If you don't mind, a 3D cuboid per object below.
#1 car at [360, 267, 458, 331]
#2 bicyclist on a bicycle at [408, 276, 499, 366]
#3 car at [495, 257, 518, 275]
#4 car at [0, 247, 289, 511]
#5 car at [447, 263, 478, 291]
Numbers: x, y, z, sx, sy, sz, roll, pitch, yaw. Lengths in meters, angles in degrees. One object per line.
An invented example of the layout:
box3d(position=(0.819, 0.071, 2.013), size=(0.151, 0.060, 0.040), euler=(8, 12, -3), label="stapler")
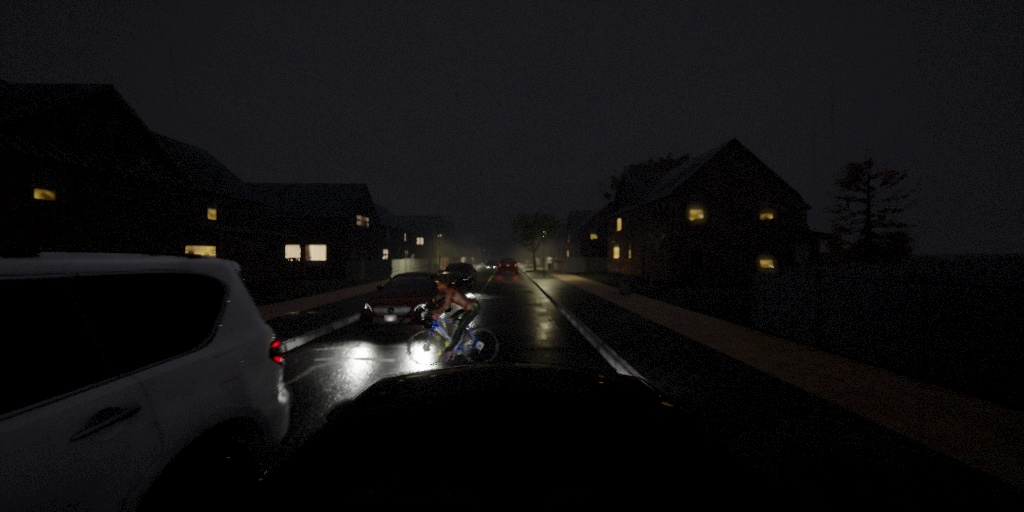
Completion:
box3d(position=(-2.969, 1.230, 10.999), size=(1.812, 1.442, 4.674), euler=(0, 0, -1), label="car")
box3d(position=(-1.068, 1.174, 6.447), size=(1.656, 1.620, 0.582), euler=(-2, 0, -1), label="bicyclist on a bicycle")
box3d(position=(-0.425, 0.973, 37.405), size=(2.097, 1.767, 4.553), euler=(0, 0, -1), label="car")
box3d(position=(-2.814, 0.981, 0.560), size=(2.150, 2.045, 5.566), euler=(0, 0, -1), label="car")
box3d(position=(-3.112, 1.165, 21.295), size=(1.837, 1.490, 4.892), euler=(0, 0, 0), label="car")
